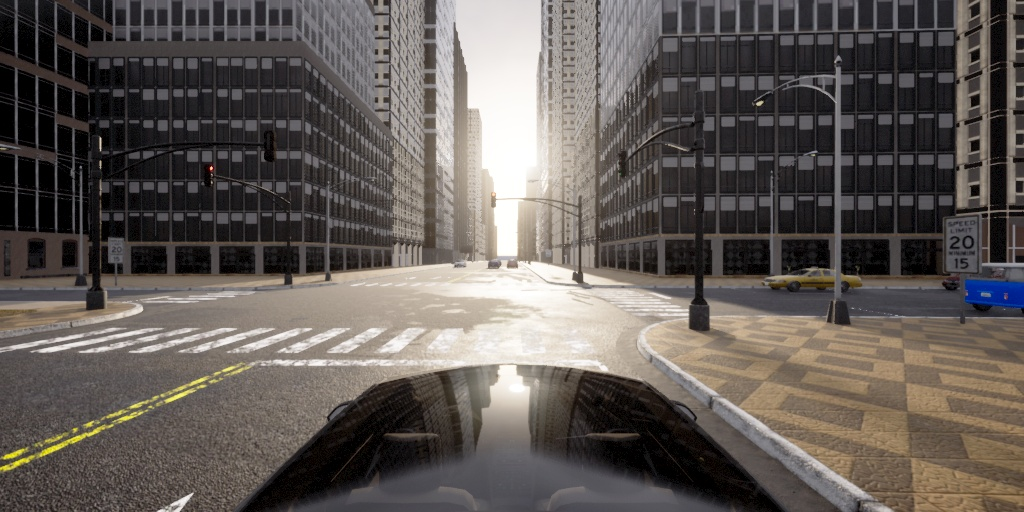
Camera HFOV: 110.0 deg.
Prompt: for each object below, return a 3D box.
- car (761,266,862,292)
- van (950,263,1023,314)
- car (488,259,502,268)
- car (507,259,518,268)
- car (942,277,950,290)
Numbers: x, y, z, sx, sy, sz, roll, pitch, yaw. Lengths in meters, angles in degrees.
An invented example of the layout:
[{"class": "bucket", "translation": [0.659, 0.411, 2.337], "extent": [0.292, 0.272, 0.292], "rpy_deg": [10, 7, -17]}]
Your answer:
[{"class": "car", "translation": [17.113, 1.292, 20.612], "extent": [4.829, 1.417, 1.751], "rpy_deg": [0, 0, 2]}, {"class": "van", "translation": [18.373, 1.118, 12.438], "extent": [3.998, 1.789, 1.690], "rpy_deg": [0, 0, 2]}, {"class": "car", "translation": [-3.167, 1.332, 62.806], "extent": [1.882, 1.535, 5.008], "rpy_deg": [0, 0, 0]}, {"class": "car", "translation": [0.084, 1.422, 63.635], "extent": [1.994, 1.385, 4.181], "rpy_deg": [0, 0, 0]}, {"class": "car", "translation": [26.947, 1.355, 20.114], "extent": [4.207, 1.307, 1.802], "rpy_deg": [0, 0, 2]}]
